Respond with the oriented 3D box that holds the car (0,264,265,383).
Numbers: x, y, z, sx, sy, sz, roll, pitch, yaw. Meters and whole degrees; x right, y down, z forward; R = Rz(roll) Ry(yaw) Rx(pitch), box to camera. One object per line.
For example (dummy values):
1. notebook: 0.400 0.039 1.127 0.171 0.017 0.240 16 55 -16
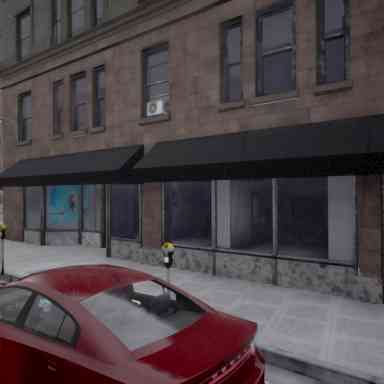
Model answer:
1. car: -1.416 1.545 3.876 4.507 1.381 1.887 0 0 36
